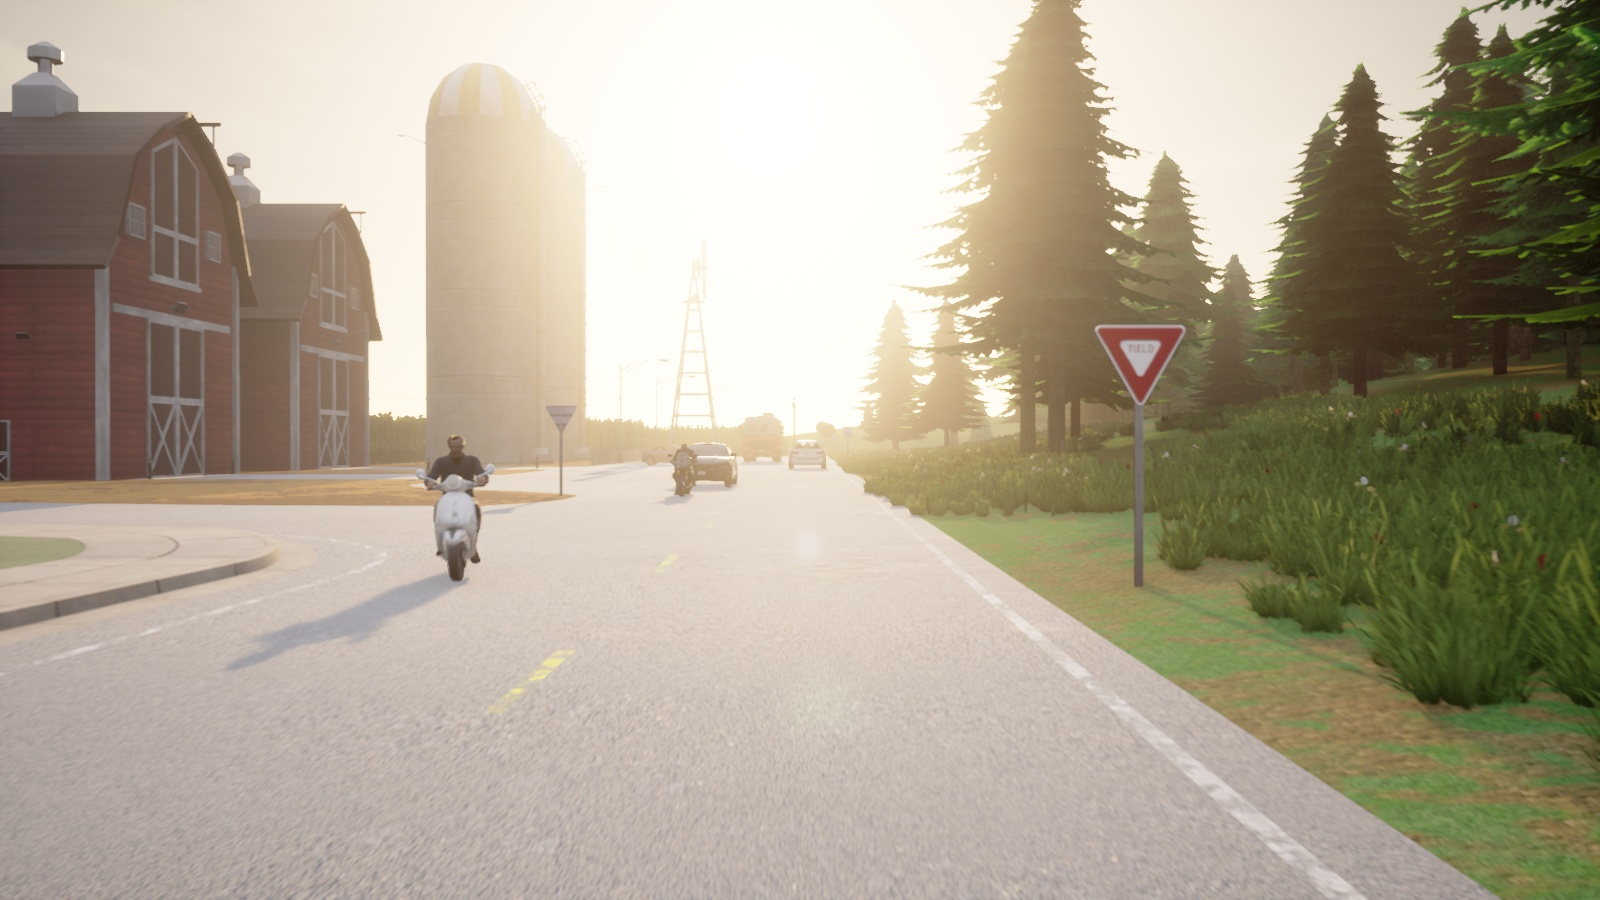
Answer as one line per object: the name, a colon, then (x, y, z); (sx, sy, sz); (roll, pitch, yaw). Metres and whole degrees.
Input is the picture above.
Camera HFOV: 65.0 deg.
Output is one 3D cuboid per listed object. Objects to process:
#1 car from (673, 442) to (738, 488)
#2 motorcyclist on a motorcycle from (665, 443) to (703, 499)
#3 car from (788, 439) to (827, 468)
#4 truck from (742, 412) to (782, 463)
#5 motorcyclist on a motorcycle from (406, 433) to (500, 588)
car: (-3.235, 0.474, 43.898); (1.882, 1.535, 5.008); (0, 0, 0)
motorcyclist on a motorcycle: (-3.284, 0.578, 35.650); (0.866, 1.530, 2.191); (0, 0, 0)
car: (0.436, 0.175, 73.838); (2.242, 1.667, 4.611); (0, 0, 0)
truck: (-2.922, -0.976, 98.649); (2.891, 3.827, 8.468); (0, 0, 0)
motorcyclist on a motorcycle: (-3.827, 0.618, 14.000); (0.866, 1.590, 1.817); (-1, 1, -12)
